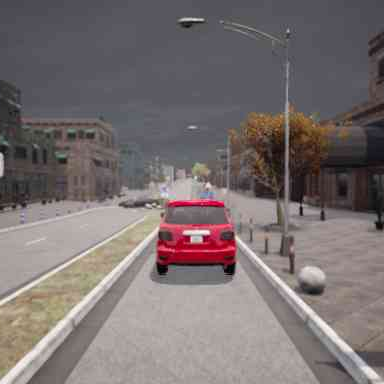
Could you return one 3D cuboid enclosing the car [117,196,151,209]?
[{"bbox_3d":[-6.523,1.270,41.200,2.033,1.411,5.357,1,2,44],"label":"car"}]

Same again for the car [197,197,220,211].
[{"bbox_3d":[1.814,1.361,38.474,1.994,1.385,4.181,0,2,-6],"label":"car"}]

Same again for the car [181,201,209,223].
[{"bbox_3d":[0.327,1.592,27.574,2.033,1.411,5.357,0,1,4],"label":"car"}]

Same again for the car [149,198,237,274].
[{"bbox_3d":[0.111,1.247,10.792,2.150,2.045,5.566,0,0,0],"label":"car"}]
